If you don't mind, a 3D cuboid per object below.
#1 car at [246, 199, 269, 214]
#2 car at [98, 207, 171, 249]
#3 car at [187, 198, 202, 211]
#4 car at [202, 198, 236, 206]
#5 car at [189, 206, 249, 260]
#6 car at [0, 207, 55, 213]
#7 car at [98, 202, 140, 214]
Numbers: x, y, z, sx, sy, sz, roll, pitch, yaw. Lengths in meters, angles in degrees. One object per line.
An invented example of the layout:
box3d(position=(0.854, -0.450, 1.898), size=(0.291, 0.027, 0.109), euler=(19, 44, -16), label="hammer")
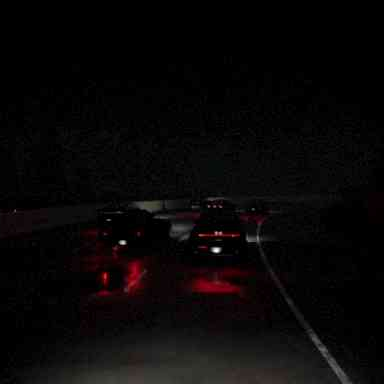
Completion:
box3d(position=(6.578, 1.421, 33.348), size=(1.812, 1.442, 4.674), euler=(0, 0, 21), label="car")
box3d(position=(-2.218, 1.556, 14.453), size=(1.895, 1.301, 4.718), euler=(0, 0, 9), label="car")
box3d(position=(1.071, 1.374, 38.165), size=(2.128, 1.511, 4.902), euler=(0, 0, 23), label="car")
box3d(position=(3.103, 1.441, 34.188), size=(2.033, 1.411, 5.357), euler=(0, 0, 22), label="car")
box3d(position=(1.023, 1.466, 12.310), size=(1.837, 1.490, 4.892), euler=(0, 0, 7), label="car")
box3d(position=(-13.829, 1.518, 28.066), size=(1.895, 1.301, 4.718), euler=(0, 0, 15), label="car")
box3d(position=(-4.340, 1.422, 21.668), size=(2.128, 1.511, 4.902), euler=(0, 0, 12), label="car")
